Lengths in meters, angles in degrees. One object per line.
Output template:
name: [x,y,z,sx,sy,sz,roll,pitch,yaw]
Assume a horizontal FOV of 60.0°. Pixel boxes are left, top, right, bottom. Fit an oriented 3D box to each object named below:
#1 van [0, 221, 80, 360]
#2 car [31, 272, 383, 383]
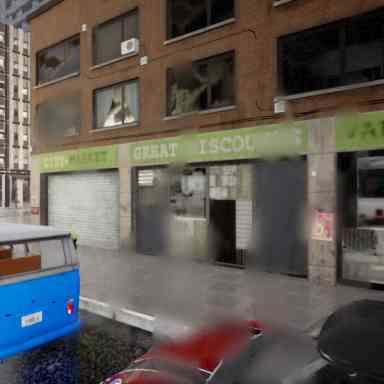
van: [-3.492,1.343,5.204,3.998,1.788,1.690,0,0,35]
car: [1.147,1.440,1.909,4.097,1.590,1.967,0,0,35]
